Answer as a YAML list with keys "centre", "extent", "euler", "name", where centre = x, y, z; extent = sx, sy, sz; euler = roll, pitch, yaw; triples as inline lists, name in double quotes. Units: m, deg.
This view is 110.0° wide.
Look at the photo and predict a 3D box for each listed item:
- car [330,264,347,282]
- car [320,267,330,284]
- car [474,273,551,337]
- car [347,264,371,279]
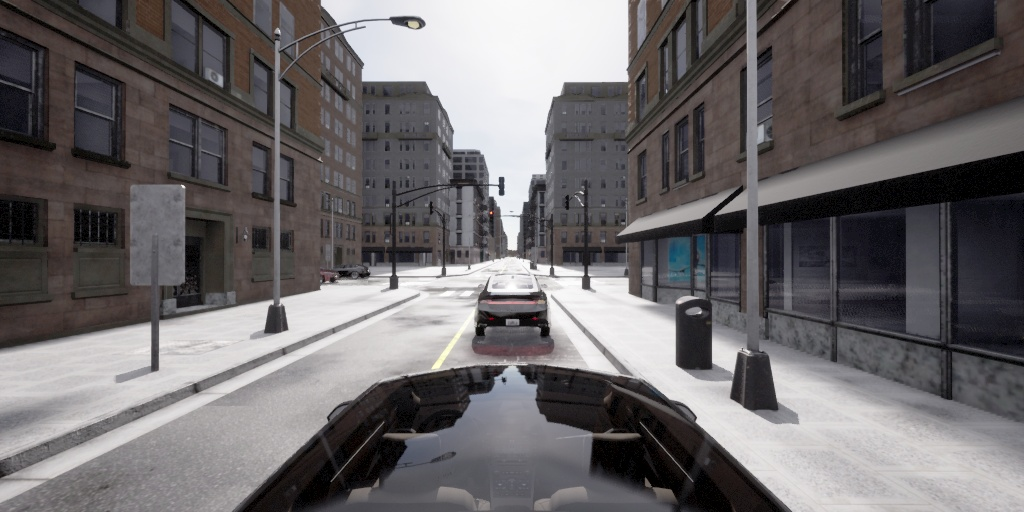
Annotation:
- centre: [-14.743, 1.300, 26.031]
  extent: [4.181, 1.385, 1.994]
  euler: [0, 0, 0]
  name: "car"
- centre: [-14.713, 1.289, 23.487]
  extent: [4.313, 1.339, 1.948]
  euler: [0, 0, 0]
  name: "car"
- centre: [0.022, 1.242, 10.302]
  extent: [2.128, 1.511, 4.902]
  euler: [0, 0, 0]
  name: "car"
- centre: [-14.686, 1.330, 31.513]
  extent: [4.313, 1.339, 1.948]
  euler: [0, 0, 0]
  name: "car"
